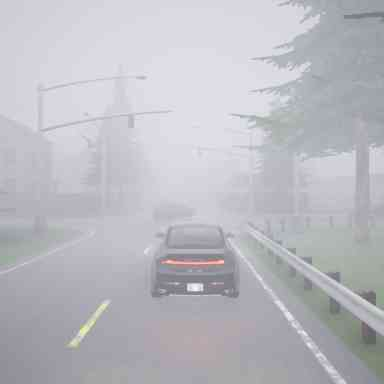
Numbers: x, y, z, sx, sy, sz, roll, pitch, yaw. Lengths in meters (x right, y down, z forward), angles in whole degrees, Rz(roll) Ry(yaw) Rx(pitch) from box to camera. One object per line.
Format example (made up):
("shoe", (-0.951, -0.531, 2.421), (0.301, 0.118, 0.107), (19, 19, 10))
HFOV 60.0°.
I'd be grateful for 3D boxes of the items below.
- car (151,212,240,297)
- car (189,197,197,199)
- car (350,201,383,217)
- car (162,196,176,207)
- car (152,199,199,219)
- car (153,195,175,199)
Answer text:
("car", (0.078, 1.505, 8.533), (1.837, 1.490, 4.892), (0, 0, 0))
("car", (0.191, 1.547, 55.548), (2.033, 1.411, 5.357), (0, 0, 0))
("car", (15.326, 1.490, 26.742), (4.892, 1.490, 1.837), (0, 0, 0))
("car", (-3.502, 1.478, 52.168), (1.882, 1.535, 5.008), (0, 0, 0))
("car", (-1.432, 1.559, 28.035), (1.994, 1.385, 4.181), (0, 0, 35))
("car", (-3.525, 1.505, 41.726), (1.837, 1.490, 4.892), (0, 0, 0))
